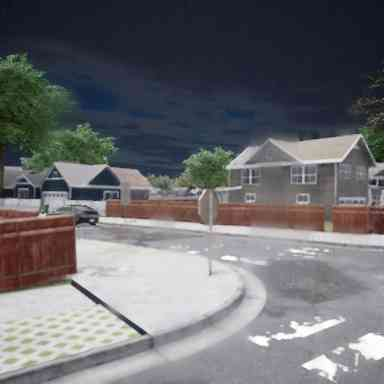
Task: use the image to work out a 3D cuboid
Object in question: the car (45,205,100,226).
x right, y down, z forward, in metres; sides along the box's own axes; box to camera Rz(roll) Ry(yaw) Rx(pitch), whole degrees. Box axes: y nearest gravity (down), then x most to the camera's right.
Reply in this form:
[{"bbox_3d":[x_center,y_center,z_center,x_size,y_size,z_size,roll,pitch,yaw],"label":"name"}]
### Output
[{"bbox_3d":[-8.681,1.691,23.957,4.892,1.490,1.837,-1,-1,37],"label":"car"}]
